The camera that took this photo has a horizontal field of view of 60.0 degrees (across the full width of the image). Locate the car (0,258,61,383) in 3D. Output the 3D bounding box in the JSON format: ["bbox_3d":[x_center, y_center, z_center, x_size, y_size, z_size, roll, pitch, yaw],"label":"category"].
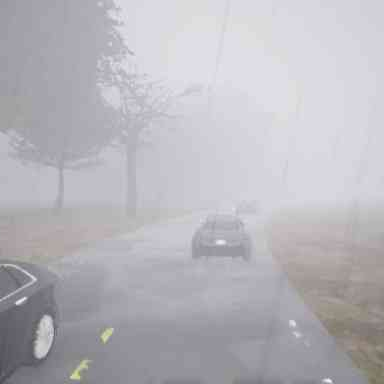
[{"bbox_3d":[-2.882,1.492,2.984,1.837,1.490,4.892,0,0,2],"label":"car"}]

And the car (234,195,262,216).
[{"bbox_3d":[5.152,1.307,30.029,2.033,1.411,5.357,0,1,18],"label":"car"}]

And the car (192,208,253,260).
[{"bbox_3d":[1.153,1.523,12.357,1.994,1.385,4.181,0,0,7],"label":"car"}]
